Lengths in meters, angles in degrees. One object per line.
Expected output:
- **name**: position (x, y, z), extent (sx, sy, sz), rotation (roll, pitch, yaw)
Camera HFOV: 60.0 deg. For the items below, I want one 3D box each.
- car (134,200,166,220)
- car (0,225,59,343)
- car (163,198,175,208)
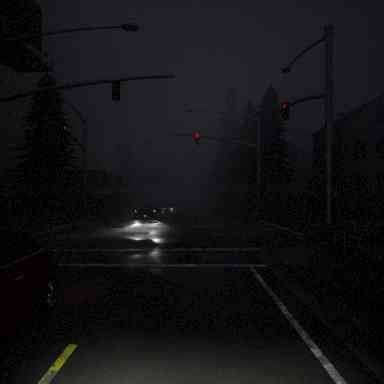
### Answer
- **car**: position (-3.602, 1.588, 28.065), extent (1.895, 1.301, 4.718), rotation (0, -1, 1)
- **car**: position (-3.596, 1.352, 4.470), extent (2.097, 1.767, 4.553), rotation (0, 0, 0)
- **car**: position (-3.517, 1.547, 49.157), extent (2.033, 1.411, 5.357), rotation (0, 0, 0)
